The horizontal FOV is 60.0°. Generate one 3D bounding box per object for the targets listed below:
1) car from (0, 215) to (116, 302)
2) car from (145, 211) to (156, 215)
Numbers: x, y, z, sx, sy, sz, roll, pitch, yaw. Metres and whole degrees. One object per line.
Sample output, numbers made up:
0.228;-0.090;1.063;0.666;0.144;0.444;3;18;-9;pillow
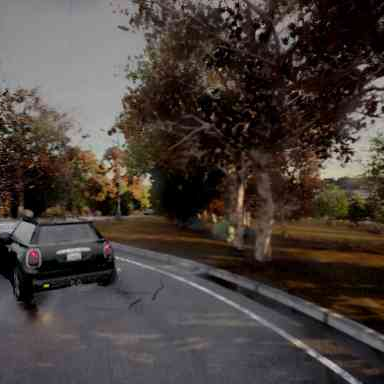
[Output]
-3.806;1.423;8.847;2.097;1.767;4.553;0;0;-37;car
-6.724;3.658;58.070;2.033;1.411;5.357;0;-5;9;car
